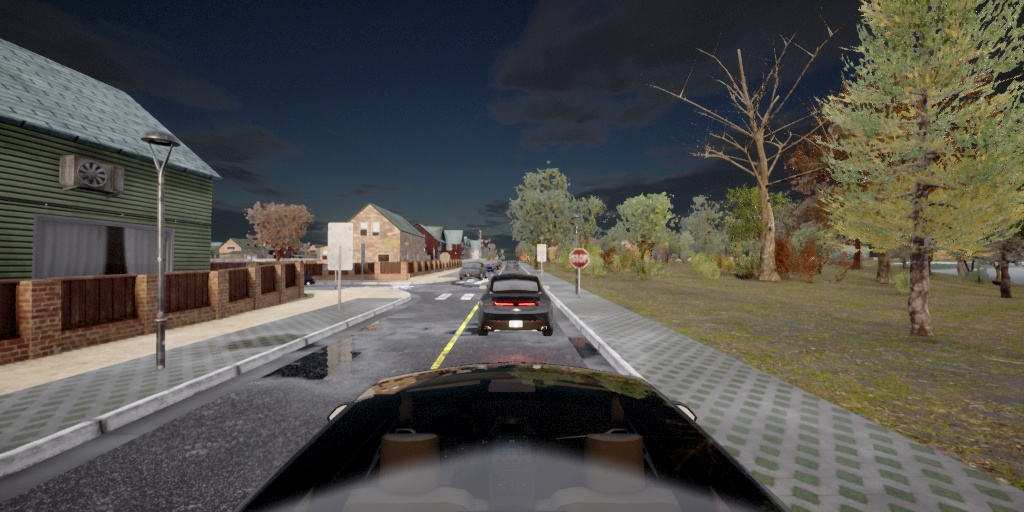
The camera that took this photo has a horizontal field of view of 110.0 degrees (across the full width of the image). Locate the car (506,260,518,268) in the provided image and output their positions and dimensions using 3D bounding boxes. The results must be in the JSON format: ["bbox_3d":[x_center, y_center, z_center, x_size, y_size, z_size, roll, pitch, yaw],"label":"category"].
[{"bbox_3d":[0.030,1.351,54.876,2.128,1.511,4.902,0,0,0],"label":"car"}]

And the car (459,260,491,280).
[{"bbox_3d":[-3.305,1.296,31.231,1.837,1.490,4.892,0,0,5],"label":"car"}]

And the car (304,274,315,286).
[{"bbox_3d":[-15.275,1.318,22.320,5.357,1.411,2.033,0,-2,2],"label":"car"}]

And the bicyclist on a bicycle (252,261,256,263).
[{"bbox_3d":[-20.275,1.239,28.335,0.582,1.620,1.656,0,-1,2],"label":"bicyclist on a bicycle"}]

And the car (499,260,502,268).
[{"bbox_3d":[-2.896,1.337,54.861,1.882,1.535,5.008,0,0,0],"label":"car"}]

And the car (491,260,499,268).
[{"bbox_3d":[-2.906,1.420,42.504,1.895,1.301,4.718,0,0,0],"label":"car"}]

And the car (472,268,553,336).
[{"bbox_3d":[0.079,1.262,10.378,1.837,1.490,4.892,0,0,0],"label":"car"}]
